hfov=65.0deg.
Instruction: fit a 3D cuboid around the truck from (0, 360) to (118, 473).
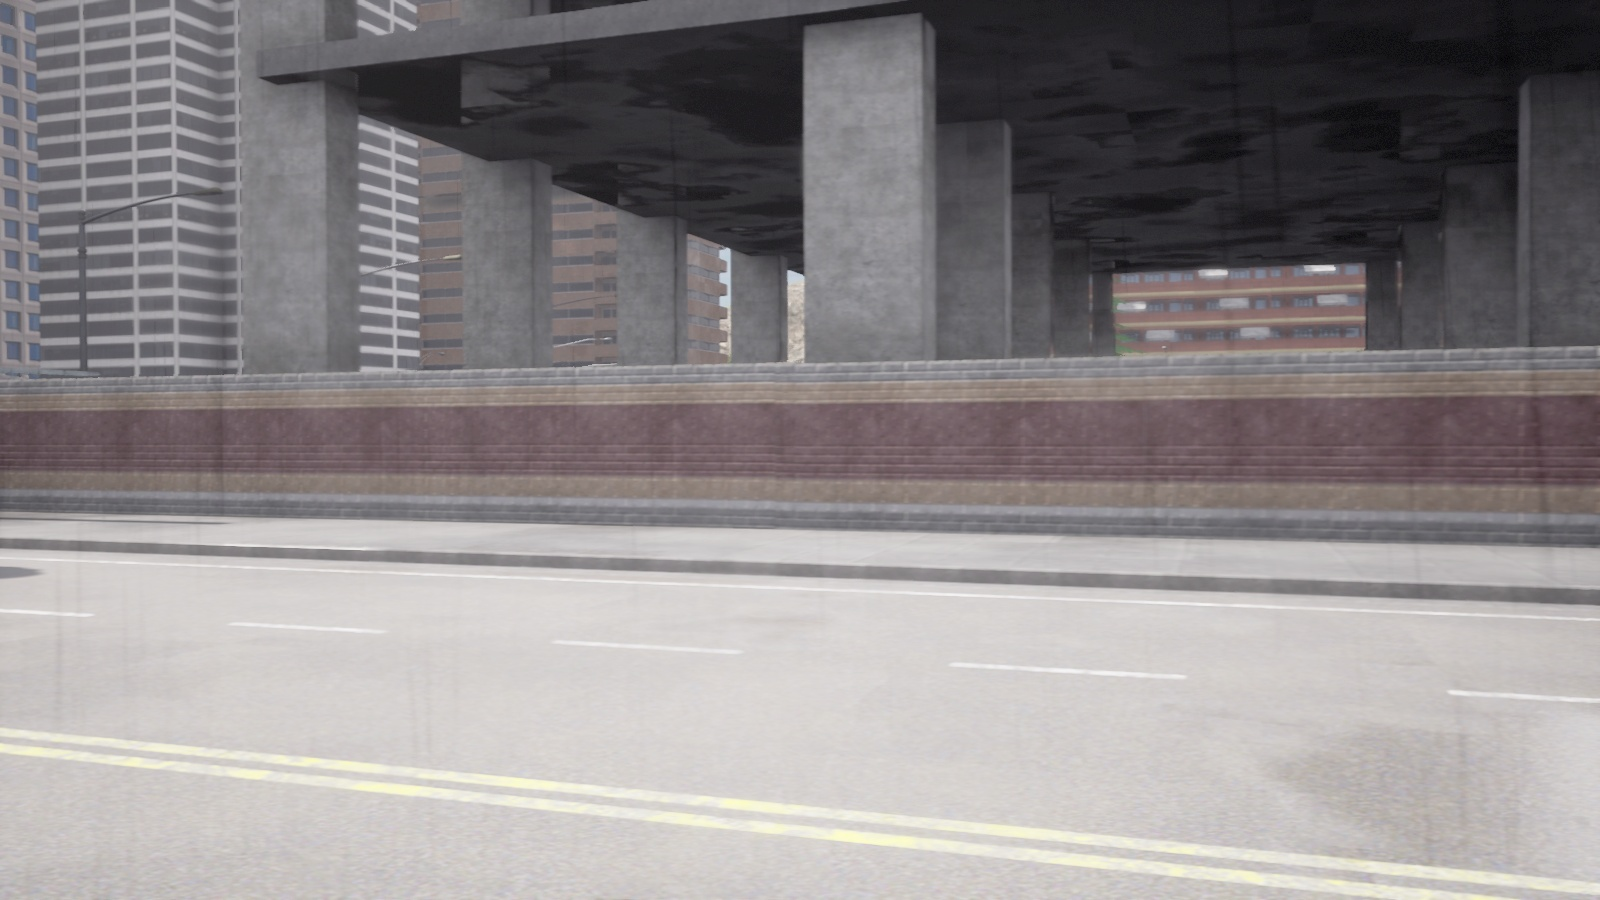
[{"bbox_3d":[-28.287,-1.141,43.485,2.891,3.827,8.468,1,1,19],"label":"truck"}]
